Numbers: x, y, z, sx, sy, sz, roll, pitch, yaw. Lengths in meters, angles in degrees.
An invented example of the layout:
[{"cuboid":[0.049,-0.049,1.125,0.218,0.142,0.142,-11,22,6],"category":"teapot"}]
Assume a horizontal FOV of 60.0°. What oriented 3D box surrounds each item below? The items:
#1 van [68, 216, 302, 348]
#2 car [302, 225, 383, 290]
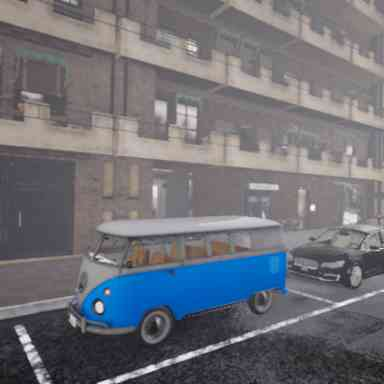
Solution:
[{"cuboid":[-0.019,1.372,6.070,3.998,1.788,1.690,1,1,-36],"category":"van"},{"cuboid":[4.505,1.638,9.309,4.403,1.369,2.008,1,1,-36],"category":"car"}]
